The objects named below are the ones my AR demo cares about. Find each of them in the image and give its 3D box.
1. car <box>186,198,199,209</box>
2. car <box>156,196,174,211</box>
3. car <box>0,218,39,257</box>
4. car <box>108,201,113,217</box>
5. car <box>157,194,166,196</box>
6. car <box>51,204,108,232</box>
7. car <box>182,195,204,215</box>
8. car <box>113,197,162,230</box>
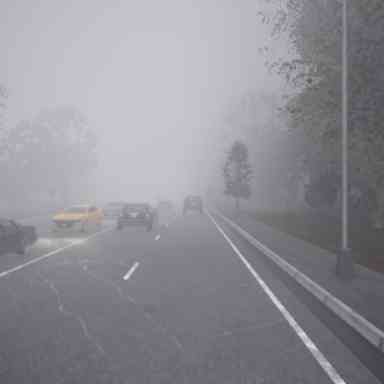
[{"bbox_3d":[0.094,1.672,51.240,1.882,1.535,5.008,0,0,0],"label":"car"},{"bbox_3d":[-3.402,1.667,42.850,1.837,1.490,4.892,0,0,0],"label":"car"},{"bbox_3d":[-7.037,1.589,10.946,2.033,1.411,5.357,0,0,1],"label":"car"},{"bbox_3d":[-7.002,1.621,30.681,1.837,1.490,4.892,0,0,0],"label":"car"},{"bbox_3d":[-7.005,1.405,75.988,2.150,2.045,5.566,0,0,0],"label":"car"},{"bbox_3d":[-7.002,1.556,20.723,1.882,1.535,5.008,0,0,0],"label":"car"},{"bbox_3d":[0.096,1.359,36.154,2.150,2.045,5.566,0,0,0],"label":"car"},{"bbox_3d":[-3.401,1.434,21.635,2.097,1.767,4.553,0,0,0],"label":"car"}]
